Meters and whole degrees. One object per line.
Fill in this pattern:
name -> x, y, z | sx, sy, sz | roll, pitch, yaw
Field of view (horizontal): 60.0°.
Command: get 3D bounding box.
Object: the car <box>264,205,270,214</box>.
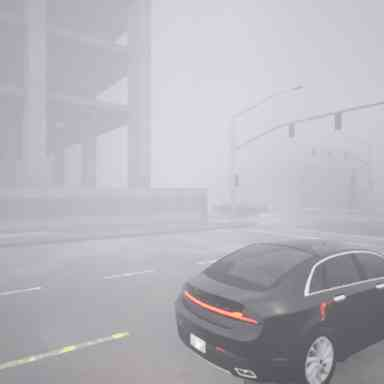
car -> 6.125, 1.580, 34.789 | 1.994, 1.385, 4.181 | 0, 0, -36

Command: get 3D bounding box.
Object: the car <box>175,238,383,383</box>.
car -> 2.052, 1.508, 5.255 | 4.892, 1.490, 1.837 | 0, 0, -35

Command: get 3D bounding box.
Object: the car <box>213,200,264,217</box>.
car -> 4.141, 1.614, 31.504 | 1.895, 1.301, 4.718 | 0, 0, -35
